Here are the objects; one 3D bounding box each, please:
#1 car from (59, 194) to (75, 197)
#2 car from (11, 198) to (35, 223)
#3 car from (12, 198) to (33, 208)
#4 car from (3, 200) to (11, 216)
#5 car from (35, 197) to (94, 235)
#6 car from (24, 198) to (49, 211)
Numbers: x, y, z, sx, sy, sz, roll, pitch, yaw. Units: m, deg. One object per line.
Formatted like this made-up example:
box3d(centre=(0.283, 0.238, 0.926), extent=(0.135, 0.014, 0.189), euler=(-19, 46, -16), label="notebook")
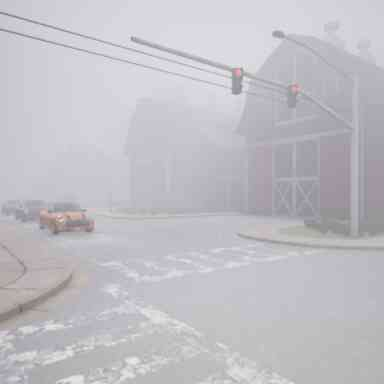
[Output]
box3d(centre=(-18.356, 1.275, 47.332), extent=(3.866, 1.878, 1.905), euler=(-2, 5, 11), label="car")
box3d(centre=(-12.612, 1.401, 26.465), extent=(2.097, 1.767, 4.553), euler=(1, 0, -36), label="car")
box3d(centre=(-25.642, 1.651, 50.193), extent=(2.033, 1.411, 5.357), euler=(1, 0, -36), label="car")
box3d(centre=(-17.854, 1.561, 33.584), extent=(1.837, 1.490, 4.892), euler=(1, 0, -37), label="car")
box3d(centre=(-7.350, 1.390, 19.320), extent=(2.097, 1.767, 4.553), euler=(0, 0, -36), label="car")
box3d(centre=(-19.854, 1.520, 42.392), extent=(1.882, 1.535, 5.008), euler=(0, 0, -36), label="car")
